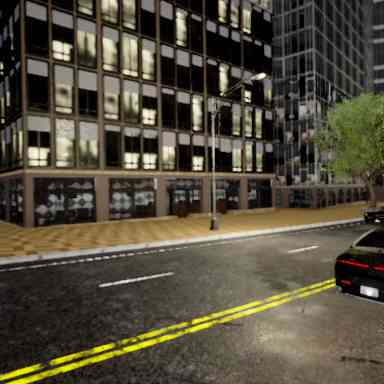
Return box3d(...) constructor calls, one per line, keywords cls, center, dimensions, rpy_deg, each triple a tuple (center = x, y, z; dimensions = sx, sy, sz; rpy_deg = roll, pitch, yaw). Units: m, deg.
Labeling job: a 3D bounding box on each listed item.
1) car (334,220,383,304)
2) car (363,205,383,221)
box3d(cls="car", center=(5.030, 1.497, 7.331), dimensions=(4.892, 1.490, 1.837), rpy_deg=(0, 0, -38))
box3d(cls="car", center=(13.870, 1.594, 23.453), dimensions=(4.718, 1.301, 1.895), rpy_deg=(0, 0, -42))
